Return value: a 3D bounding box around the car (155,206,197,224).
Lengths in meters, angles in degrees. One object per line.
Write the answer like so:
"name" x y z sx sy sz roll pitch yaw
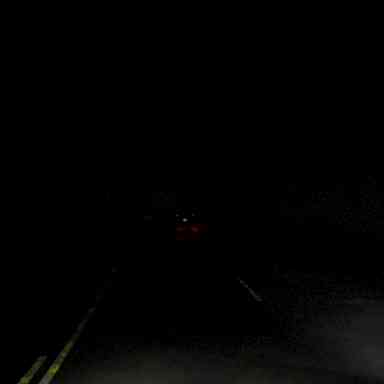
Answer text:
"car" -1.401 1.722 25.982 1.895 1.301 4.718 0 0 -24

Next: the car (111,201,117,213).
"car" -10.641 1.697 39.067 2.128 1.511 4.902 0 -1 -44
